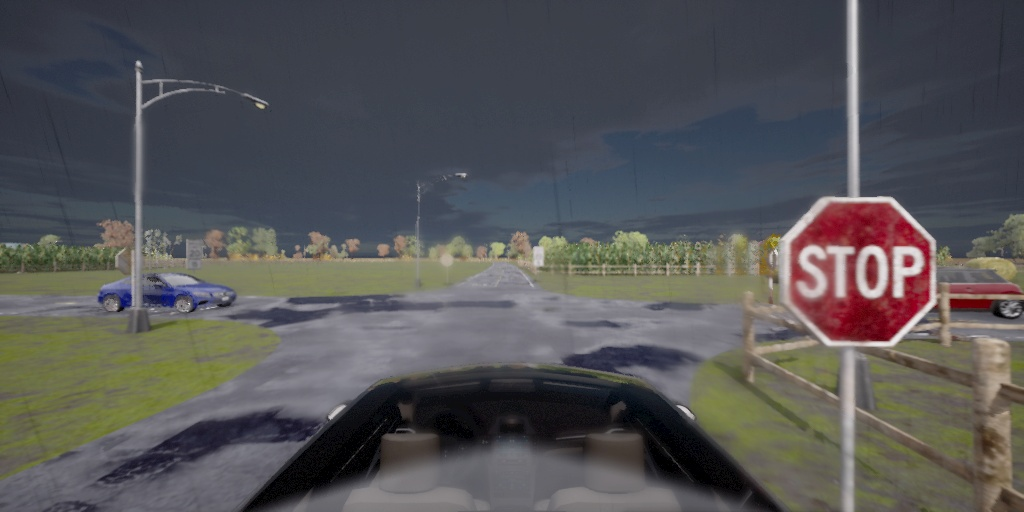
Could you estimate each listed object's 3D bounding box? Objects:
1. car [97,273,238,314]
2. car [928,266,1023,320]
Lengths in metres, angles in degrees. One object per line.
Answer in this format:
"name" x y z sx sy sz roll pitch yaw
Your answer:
"car" -13.302 1.377 13.922 4.674 1.442 1.812 0 0 4
"car" 14.829 1.188 12.969 4.553 1.767 2.097 0 0 11
